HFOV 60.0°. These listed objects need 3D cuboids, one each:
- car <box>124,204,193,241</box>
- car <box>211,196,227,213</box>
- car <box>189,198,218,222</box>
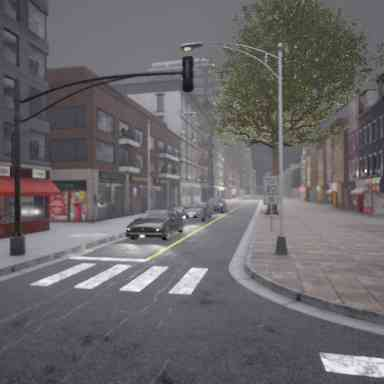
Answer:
[{"bbox_3d":[-1.641,1.559,17.242,2.033,1.411,5.357,0,0,12],"label":"car"},{"bbox_3d":[2.607,1.347,36.502,2.097,1.767,4.553,0,0,13],"label":"car"},{"bbox_3d":[0.458,1.493,26.773,2.128,1.511,4.902,0,0,13],"label":"car"}]
